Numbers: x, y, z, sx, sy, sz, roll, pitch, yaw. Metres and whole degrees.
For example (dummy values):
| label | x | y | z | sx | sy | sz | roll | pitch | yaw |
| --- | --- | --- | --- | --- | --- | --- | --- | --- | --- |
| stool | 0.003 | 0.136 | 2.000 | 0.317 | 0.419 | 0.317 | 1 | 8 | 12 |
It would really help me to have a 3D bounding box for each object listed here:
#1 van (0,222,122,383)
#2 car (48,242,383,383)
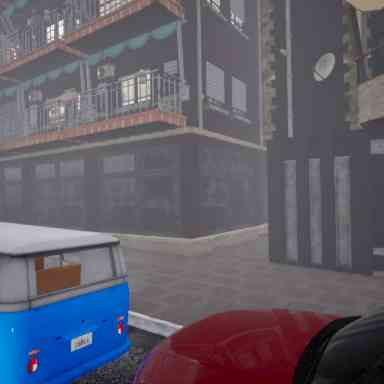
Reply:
| label | x | y | z | sx | sy | sz | roll | pitch | yaw |
| --- | --- | --- | --- | --- | --- | --- | --- | --- | --- |
| van | -2.671 | 1.343 | 4.581 | 3.998 | 1.788 | 1.690 | 0 | -1 | 35 |
| car | 1.850 | 1.315 | 1.395 | 5.009 | 1.841 | 2.192 | 0 | -1 | 35 |
